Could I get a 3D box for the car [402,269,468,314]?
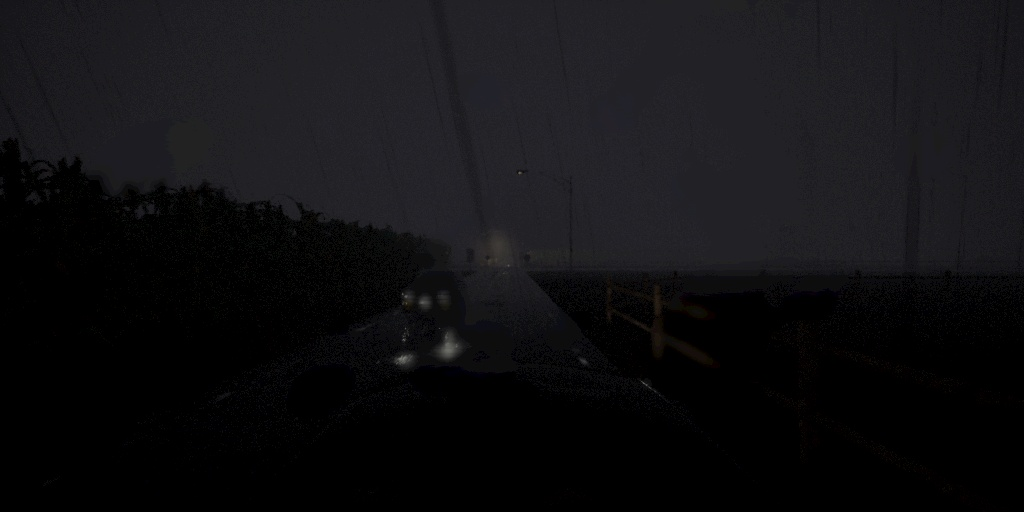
[{"bbox_3d":[-2.853,1.297,14.152,1.837,1.490,4.892,0,0,0],"label":"car"}]
